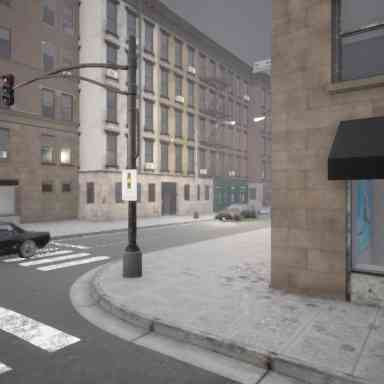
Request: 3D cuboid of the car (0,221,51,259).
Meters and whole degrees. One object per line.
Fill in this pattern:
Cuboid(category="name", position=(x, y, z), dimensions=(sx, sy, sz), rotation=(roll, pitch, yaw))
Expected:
Cuboid(category="car", position=(-6.873, 1.625, 10.399), dimensions=(1.895, 1.301, 4.718), rotation=(0, 0, 22))

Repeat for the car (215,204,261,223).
Cuboid(category="car", position=(3.972, 1.684, 27.736), dimensions=(2.033, 1.411, 5.357), rotation=(0, 0, 35))
